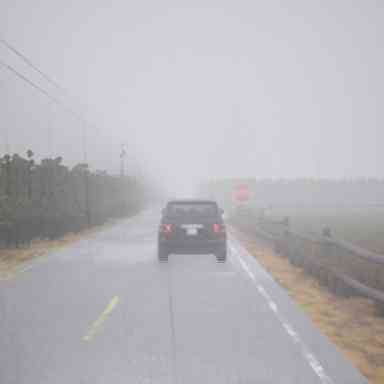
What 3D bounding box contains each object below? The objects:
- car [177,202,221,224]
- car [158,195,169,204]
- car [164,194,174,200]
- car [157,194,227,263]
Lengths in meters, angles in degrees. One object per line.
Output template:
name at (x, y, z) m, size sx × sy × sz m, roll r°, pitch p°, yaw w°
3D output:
car at (0.711, 1.543, 26.082) m, size 2.033 × 1.411 × 5.357 m, roll 0°, pitch 0°, yaw 17°
car at (-5.589, 1.465, 65.337) m, size 1.882 × 1.535 × 5.008 m, roll 0°, pitch 0°, yaw -3°
car at (-5.587, 1.152, 80.710) m, size 1.882 × 1.535 × 5.008 m, roll 0°, pitch 0°, yaw 2°
car at (0.030, 1.219, 12.141) m, size 2.150 × 2.045 × 5.566 m, roll 0°, pitch 0°, yaw 1°
